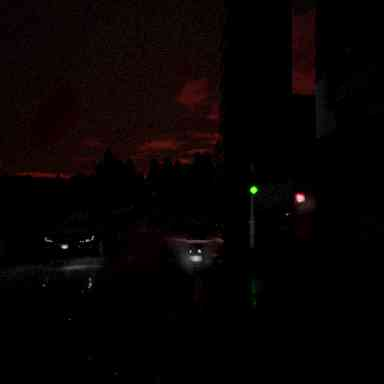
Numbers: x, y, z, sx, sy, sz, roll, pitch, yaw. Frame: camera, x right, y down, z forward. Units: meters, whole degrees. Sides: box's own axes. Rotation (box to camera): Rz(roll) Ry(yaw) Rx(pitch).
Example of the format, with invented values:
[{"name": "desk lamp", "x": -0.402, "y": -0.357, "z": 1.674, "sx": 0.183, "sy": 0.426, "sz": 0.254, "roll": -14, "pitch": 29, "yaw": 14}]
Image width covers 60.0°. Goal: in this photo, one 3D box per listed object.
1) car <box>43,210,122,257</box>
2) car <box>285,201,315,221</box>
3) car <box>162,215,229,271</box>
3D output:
[{"name": "car", "x": -4.015, "y": 1.510, "z": 12.959, "sx": 1.837, "sy": 1.490, "sz": 4.892, "roll": 0, "pitch": -1, "yaw": 0}, {"name": "car", "x": 9.917, "y": 1.510, "z": 26.400, "sx": 4.892, "sy": 1.490, "sz": 1.837, "roll": 0, "pitch": -2, "yaw": -4}, {"name": "car", "x": 0.100, "y": 1.493, "z": 10.949, "sx": 2.128, "sy": 1.511, "sz": 4.902, "roll": 0, "pitch": 0, "yaw": 0}]
